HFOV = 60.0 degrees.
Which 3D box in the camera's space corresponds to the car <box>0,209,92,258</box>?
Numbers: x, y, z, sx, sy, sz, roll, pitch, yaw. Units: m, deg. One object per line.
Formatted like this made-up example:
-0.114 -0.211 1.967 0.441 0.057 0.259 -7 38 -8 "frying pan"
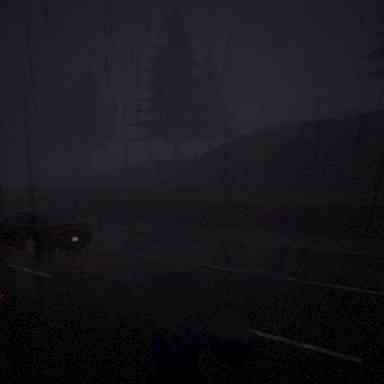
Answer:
-5.889 1.395 12.526 5.008 1.535 1.882 1 0 36 "car"
